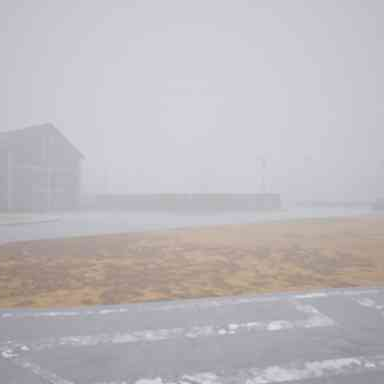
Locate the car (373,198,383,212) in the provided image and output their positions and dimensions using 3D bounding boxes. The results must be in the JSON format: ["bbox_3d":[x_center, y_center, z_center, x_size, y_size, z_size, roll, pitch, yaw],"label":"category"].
[{"bbox_3d":[23.384,1.425,38.857,4.553,1.767,2.097,0,0,-25],"label":"car"}]

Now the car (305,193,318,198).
[{"bbox_3d":[31.394,1.760,85.905,2.242,1.667,4.611,0,0,35],"label":"car"}]
